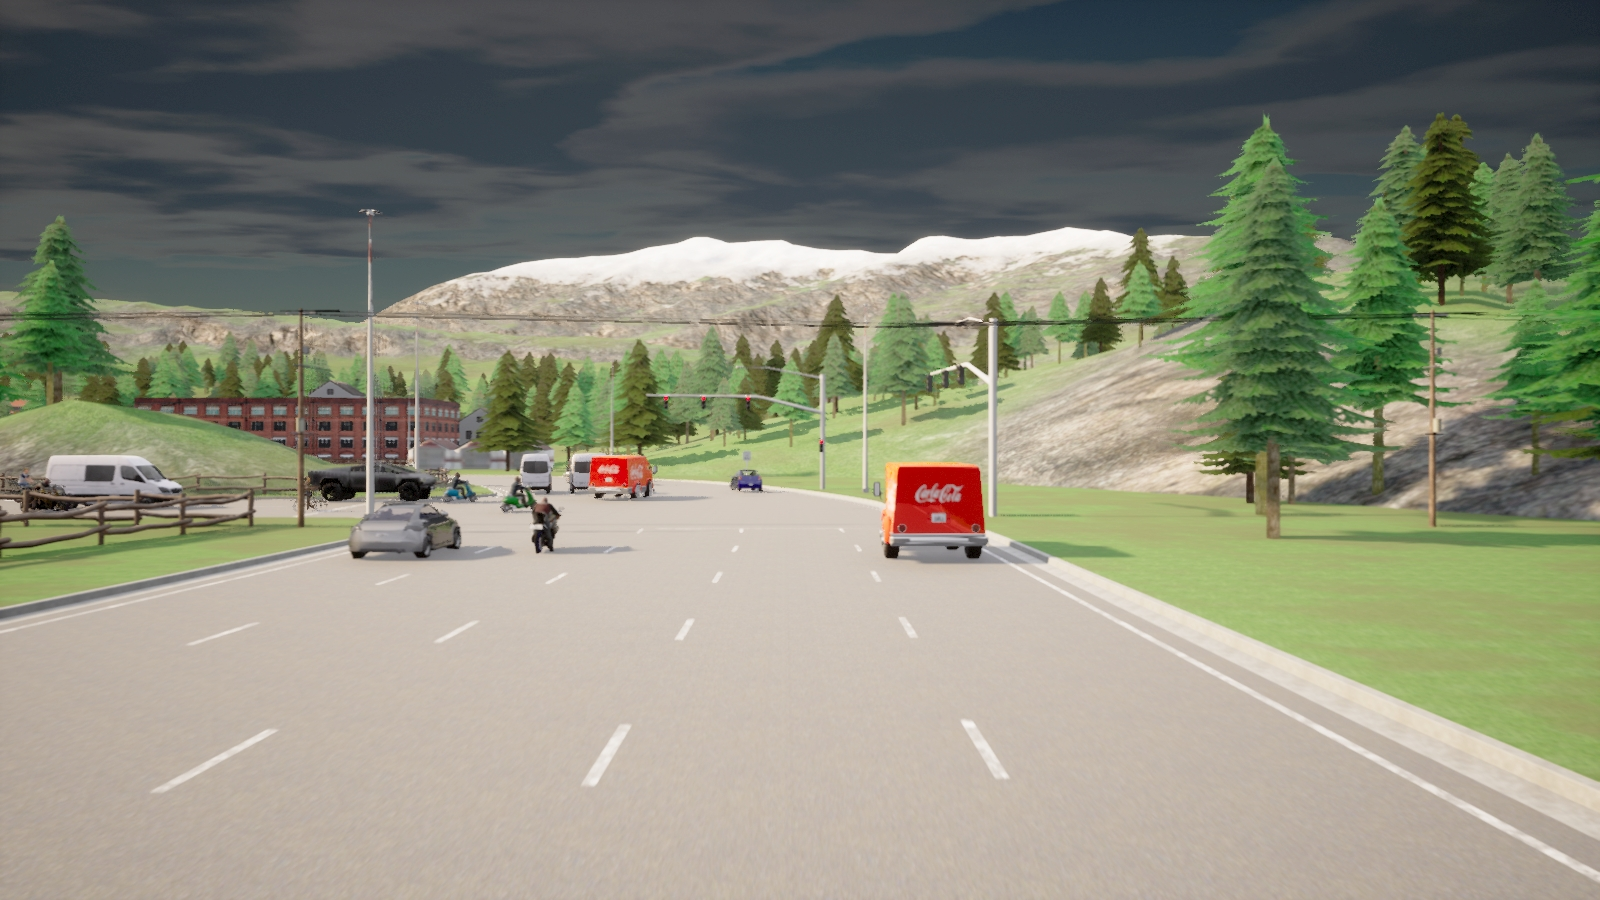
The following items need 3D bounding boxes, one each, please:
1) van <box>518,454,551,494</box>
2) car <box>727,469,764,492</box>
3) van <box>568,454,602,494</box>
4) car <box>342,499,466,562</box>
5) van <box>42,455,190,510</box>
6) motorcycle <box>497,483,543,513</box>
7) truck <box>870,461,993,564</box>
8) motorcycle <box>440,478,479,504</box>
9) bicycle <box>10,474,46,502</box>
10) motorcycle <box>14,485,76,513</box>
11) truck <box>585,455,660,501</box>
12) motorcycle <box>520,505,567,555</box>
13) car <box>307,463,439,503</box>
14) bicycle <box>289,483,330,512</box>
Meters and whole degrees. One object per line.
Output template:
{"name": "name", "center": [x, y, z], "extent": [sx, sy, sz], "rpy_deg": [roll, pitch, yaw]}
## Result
{"name": "van", "center": [-17.600, 1.536, 75.658], "extent": [1.988, 2.561, 5.915], "rpy_deg": [0, 0, -14]}
{"name": "car", "center": [-3.685, 2.039, 77.083], "extent": [1.845, 1.501, 3.633], "rpy_deg": [0, 0, -14]}
{"name": "van", "center": [-14.312, 1.535, 75.879], "extent": [1.988, 2.561, 5.915], "rpy_deg": [0, 0, -13]}
{"name": "car", "center": [-10.602, 2.119, 30.911], "extent": [1.994, 1.385, 4.181], "rpy_deg": [0, 0, -1]}
{"name": "van", "center": [-32.849, 1.535, 54.956], "extent": [5.915, 2.561, 1.988], "rpy_deg": [0, 0, -1]}
{"name": "motorcycle", "center": [-12.554, 2.142, 51.206], "extent": [1.805, 1.316, 0.856], "rpy_deg": [0, -2, -31]}
{"name": "truck", "center": [3.401, 1.568, 30.756], "extent": [2.627, 2.467, 5.204], "rpy_deg": [0, 0, -1]}
{"name": "motorcycle", "center": [-17.961, 2.143, 60.286], "extent": [1.805, 1.316, 0.856], "rpy_deg": [0, -3, -30]}
{"name": "bicycle", "center": [-41.781, 2.057, 61.839], "extent": [1.643, 1.496, 0.373], "rpy_deg": [0, 0, -1]}
{"name": "motorcycle", "center": [-33.986, 2.206, 51.445], "extent": [2.209, 1.251, 0.867], "rpy_deg": [0, 0, -1]}
{"name": "truck", "center": [-10.239, 1.569, 66.429], "extent": [2.627, 2.467, 5.204], "rpy_deg": [1, 0, 11]}
{"name": "motorcycle", "center": [-7.126, 2.205, 31.850], "extent": [0.867, 1.251, 2.209], "rpy_deg": [0, 0, -1]}
{"name": "car", "center": [-23.159, 1.754, 62.173], "extent": [6.274, 2.098, 2.390], "rpy_deg": [0, 0, -2]}
{"name": "bicycle", "center": [-22.166, 2.158, 51.687], "extent": [1.487, 1.276, 0.859], "rpy_deg": [0, -1, -4]}
